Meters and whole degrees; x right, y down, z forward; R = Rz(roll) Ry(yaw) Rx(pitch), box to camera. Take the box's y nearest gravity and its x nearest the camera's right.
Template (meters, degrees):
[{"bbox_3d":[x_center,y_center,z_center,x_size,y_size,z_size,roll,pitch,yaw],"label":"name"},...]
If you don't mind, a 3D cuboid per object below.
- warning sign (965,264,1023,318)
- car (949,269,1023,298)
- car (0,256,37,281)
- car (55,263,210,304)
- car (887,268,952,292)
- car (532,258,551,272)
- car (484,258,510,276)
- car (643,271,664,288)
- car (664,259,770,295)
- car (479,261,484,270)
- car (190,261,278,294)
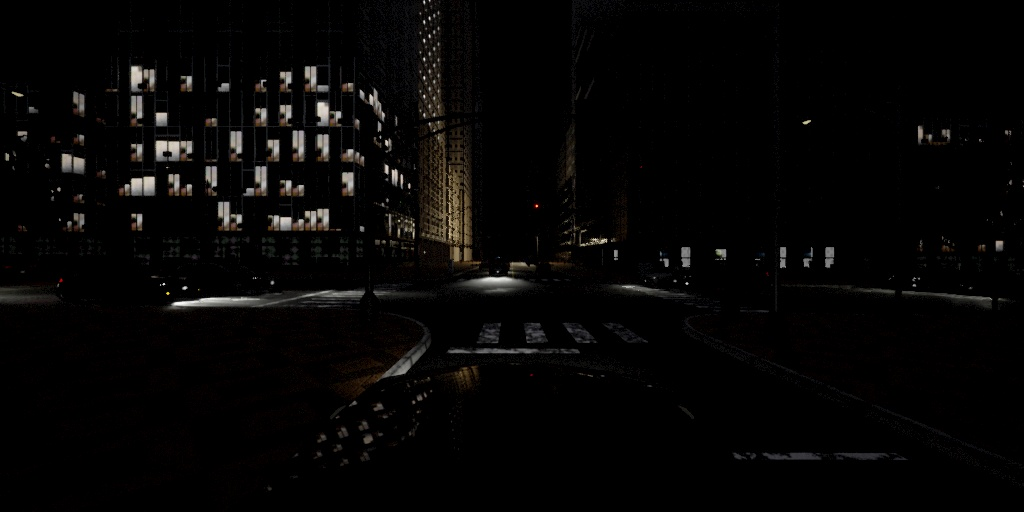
[{"bbox_3d":[17.313,1.204,12.853,1.060,1.860,1.300,0,0,-2],"label":"warning sign"},{"bbox_3d":[31.612,1.846,22.921,4.892,1.490,1.837,1,0,-2],"label":"car"},{"bbox_3d":[-30.286,0.694,20.279,5.008,1.535,1.882,1,0,-2],"label":"car"},{"bbox_3d":[-15.036,1.063,14.217,4.181,1.385,1.994,1,0,-2],"label":"car"},{"bbox_3d":[30.303,1.668,26.118,4.553,1.767,2.097,1,0,-2],"label":"car"},{"bbox_3d":[4.082,1.329,46.701,1.948,1.339,4.313,0,0,0],"label":"car"},{"bbox_3d":[-1.372,1.259,37.140,2.128,1.511,4.902,0,0,0],"label":"car"},{"bbox_3d":[11.727,1.510,25.325,4.674,1.442,1.812,1,0,-2],"label":"car"},{"bbox_3d":[12.781,1.225,22.117,5.566,2.045,2.150,1,0,-2],"label":"car"},{"bbox_3d":[-3.852,1.343,52.222,1.802,1.307,4.207,0,0,0],"label":"car"},{"bbox_3d":[-14.236,1.004,17.513,4.902,1.511,2.128,1,0,-3],"label":"car"}]
